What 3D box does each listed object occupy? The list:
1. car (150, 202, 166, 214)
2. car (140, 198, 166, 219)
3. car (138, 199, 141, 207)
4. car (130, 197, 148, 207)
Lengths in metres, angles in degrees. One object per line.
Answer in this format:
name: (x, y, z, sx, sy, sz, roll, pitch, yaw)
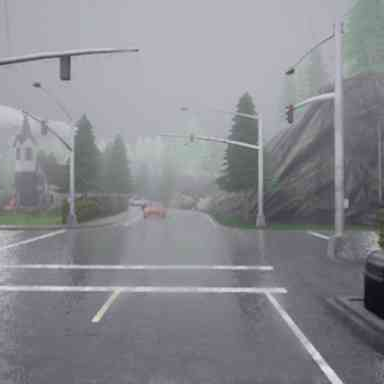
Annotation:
car: (-4.583, 2.064, 44.149, 1.837, 1.490, 4.892, 0, -1, -9)
car: (-3.774, 1.787, 34.343, 2.097, 1.767, 4.553, 0, -1, -2)
car: (-6.958, 2.245, 53.778, 1.994, 1.385, 4.181, 0, -1, -19)
car: (-10.826, 2.104, 69.478, 2.150, 2.045, 5.566, 1, -1, -40)
